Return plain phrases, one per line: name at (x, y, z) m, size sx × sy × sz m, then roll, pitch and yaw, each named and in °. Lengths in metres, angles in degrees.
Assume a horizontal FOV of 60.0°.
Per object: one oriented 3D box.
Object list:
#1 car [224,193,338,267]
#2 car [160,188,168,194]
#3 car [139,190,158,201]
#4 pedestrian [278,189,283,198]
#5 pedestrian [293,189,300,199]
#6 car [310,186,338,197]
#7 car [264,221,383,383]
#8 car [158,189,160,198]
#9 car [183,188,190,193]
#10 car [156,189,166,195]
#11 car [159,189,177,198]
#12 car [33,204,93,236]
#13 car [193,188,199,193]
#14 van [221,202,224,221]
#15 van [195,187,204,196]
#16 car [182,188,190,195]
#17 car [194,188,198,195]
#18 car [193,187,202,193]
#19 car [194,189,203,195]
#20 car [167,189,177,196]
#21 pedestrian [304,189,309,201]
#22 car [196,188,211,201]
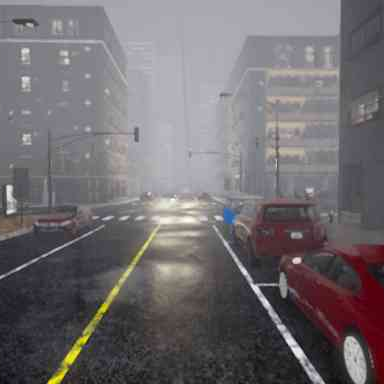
car at (2.504, 1.087, 10.473) m, size 2.192 × 1.841 × 5.009 m, roll 0°, pitch 1°, yaw -1°
car at (-7.172, -0.247, 86.908) m, size 1.802 × 1.307 × 4.206 m, roll -1°, pitch 1°, yaw -1°
car at (-6.517, 0.537, 48.257) m, size 1.947 × 1.339 × 4.313 m, roll 0°, pitch 1°, yaw -1°
pedestrian at (5.765, 0.674, 21.809) m, size 0.375 × 1.860 × 0.375 m, roll 0°, pitch 2°, yaw -1°
pedestrian at (6.404, 0.697, 20.620) m, size 0.375 × 1.860 × 0.375 m, roll 0°, pitch 2°, yaw -1°
car at (15.154, 0.262, 35.740) m, size 5.009 × 1.841 × 2.192 m, roll -1°, pitch 3°, yaw -1°
car at (2.599, 1.435, 4.952) m, size 1.887 × 1.381 × 4.507 m, roll 0°, pitch 1°, yaw -1°
car at (-6.704, 0.307, 59.300) m, size 1.947 × 1.339 × 4.313 m, roll 0°, pitch 1°, yaw -1°
car at (-1.489, -0.422, 87.815) m, size 1.895 × 1.301 × 4.718 m, roll 0°, pitch 1°, yaw -1°
car at (-6.985, -0.057, 75.864) m, size 1.887 × 1.381 × 4.507 m, roll -1°, pitch 1°, yaw -1°
car at (-4.021, 0.384, 57.243) m, size 1.895 × 1.301 × 4.718 m, roll 0°, pitch 1°, yaw 0°
car at (-5.968, 1.240, 15.864) m, size 1.802 × 1.307 × 4.206 m, roll 0°, pitch 1°, yaw -1°
car at (1.111, -0.425, 92.727) m, size 1.752 × 1.417 × 4.829 m, roll -1°, pitch 1°, yaw -1°
van at (2.410, 0.994, 15.999) m, size 1.690 × 1.788 × 3.998 m, roll 0°, pitch 1°, yaw -1°
van at (1.487, -0.151, 70.467) m, size 1.690 × 1.788 × 3.998 m, roll -1°, pitch 1°, yaw -1°
car at (-1.320, -0.127, 77.785) m, size 1.812 × 1.442 × 4.674 m, roll 0°, pitch 1°, yaw -1°
car at (1.770, 0.417, 53.908) m, size 1.947 × 1.339 × 4.313 m, roll -1°, pitch 1°, yaw -1°
car at (1.582, 0.167, 64.950) m, size 1.887 × 1.381 × 4.507 m, roll -1°, pitch 1°, yaw -1°
car at (1.395, -0.041, 75.994) m, size 1.947 × 1.339 × 4.313 m, roll -1°, pitch 1°, yaw -1°
car at (-4.230, 0.020, 72.465) m, size 1.994 × 1.385 × 4.181 m, roll 0°, pitch 1°, yaw -1°
pedestrian at (7.263, 0.698, 21.234) m, size 0.375 × 1.860 × 0.375 m, roll 0°, pitch 2°, yaw -1°
car at (1.863, 0.549, 48.387) m, size 1.802 × 1.307 × 4.206 m, roll -1°, pitch 1°, yaw -1°
